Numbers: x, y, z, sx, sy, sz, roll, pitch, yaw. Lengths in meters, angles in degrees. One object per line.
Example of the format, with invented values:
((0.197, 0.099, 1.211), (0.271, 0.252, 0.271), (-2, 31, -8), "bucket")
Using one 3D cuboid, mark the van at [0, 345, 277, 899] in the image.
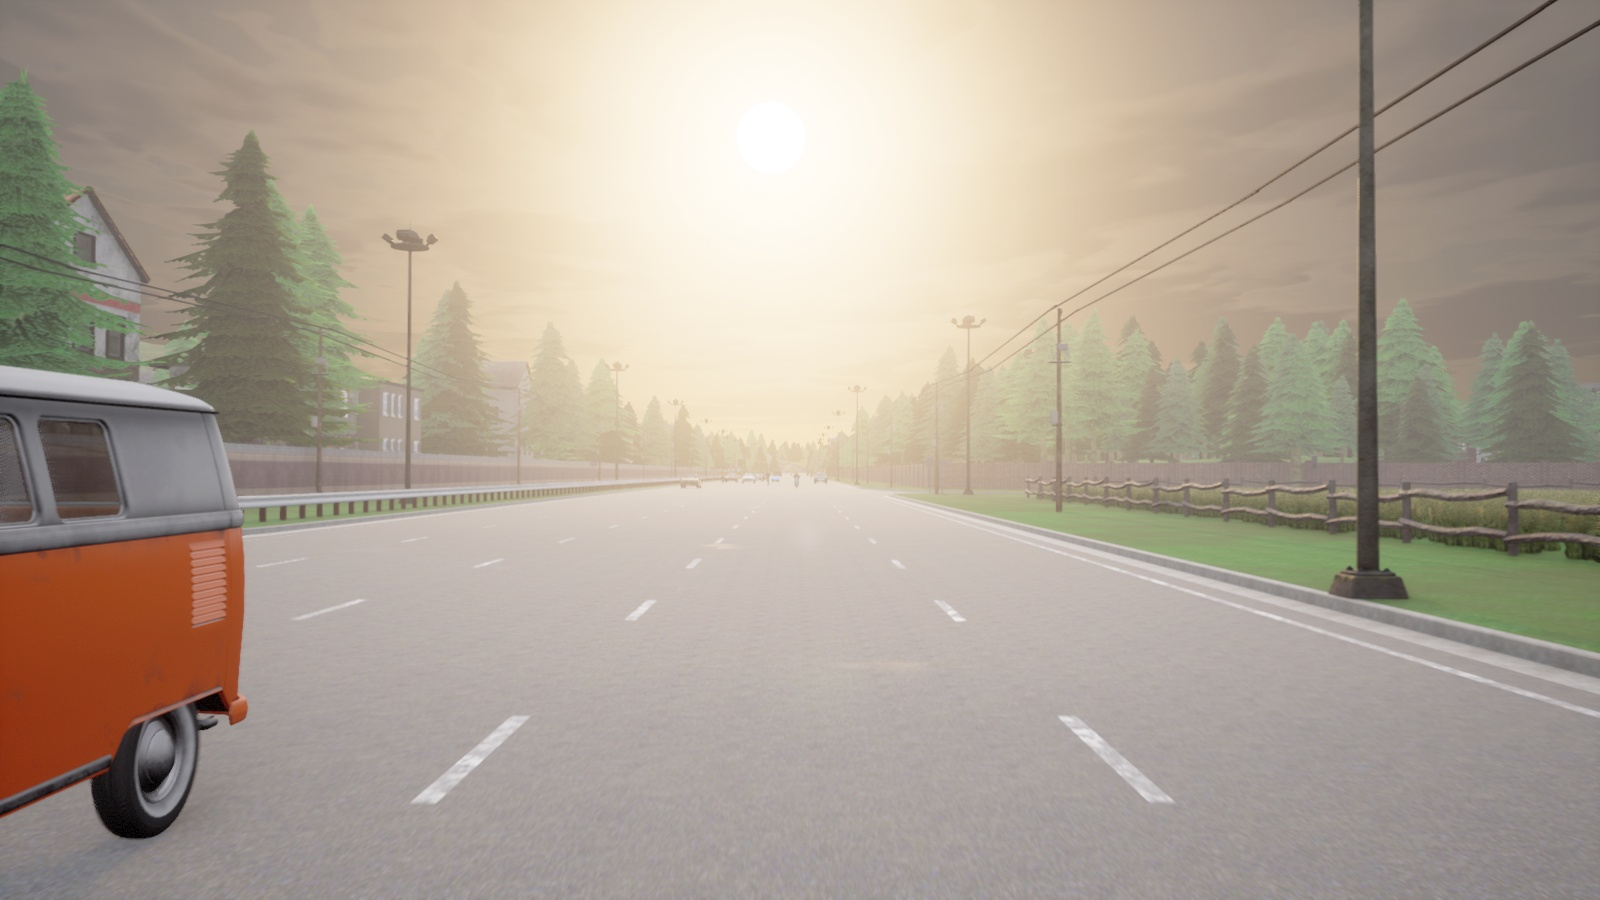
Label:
((-3.511, 0.651, 4.094), (1.775, 1.987, 4.442), (0, -1, 0), "van")
